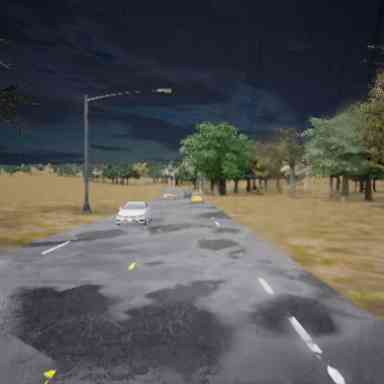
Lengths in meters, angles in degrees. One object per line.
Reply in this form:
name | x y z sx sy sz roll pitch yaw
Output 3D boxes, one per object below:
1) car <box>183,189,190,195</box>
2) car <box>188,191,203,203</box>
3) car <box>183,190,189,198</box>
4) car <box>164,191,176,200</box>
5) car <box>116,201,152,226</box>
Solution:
car | -1.404 0.064 90.517 1.812 1.442 4.674 0 1 -2
car | 0.759 0.845 51.426 1.801 1.575 5.366 0 1 -1
car | -0.845 0.502 70.013 2.033 1.411 5.357 0 1 -1
car | -4.235 0.535 63.804 2.097 1.767 4.553 0 1 -1
car | -3.694 1.348 21.937 1.812 1.442 4.674 0 1 0
